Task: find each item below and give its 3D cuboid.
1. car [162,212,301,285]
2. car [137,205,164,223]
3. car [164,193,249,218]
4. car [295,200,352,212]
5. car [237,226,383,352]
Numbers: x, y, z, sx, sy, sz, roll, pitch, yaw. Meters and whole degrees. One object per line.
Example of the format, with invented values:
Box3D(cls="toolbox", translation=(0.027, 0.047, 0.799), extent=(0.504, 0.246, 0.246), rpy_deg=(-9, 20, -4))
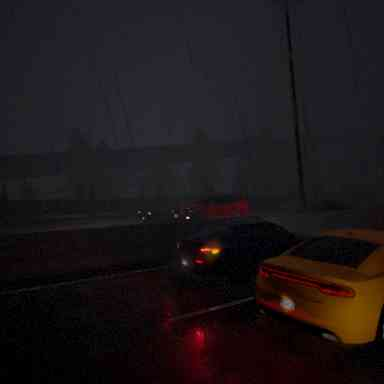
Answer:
Box3D(cls="car", translation=(1.704, 1.470, 9.260), extent=(4.674, 1.442, 1.812), rpy_deg=(0, 0, -36))
Box3D(cls="car", translation=(-1.540, 1.493, 24.289), extent=(4.718, 1.301, 1.895), rpy_deg=(-1, 0, -35))
Box3D(cls="car", translation=(1.270, 1.108, 21.984), extent=(5.566, 2.045, 2.150), rpy_deg=(0, 0, -35))
Box3D(cls="car", translation=(9.231, 1.307, 23.349), extent=(5.008, 1.535, 1.882), rpy_deg=(0, 0, -36))
Box3D(cls="car", translation=(3.371, 1.426, 6.151), extent=(5.008, 1.535, 1.882), rpy_deg=(0, 0, -35))
